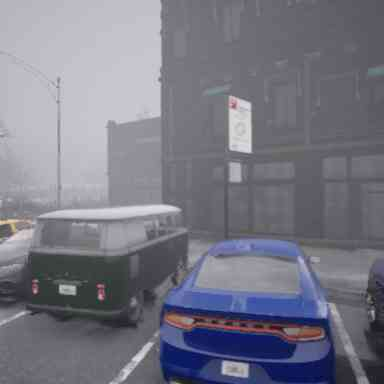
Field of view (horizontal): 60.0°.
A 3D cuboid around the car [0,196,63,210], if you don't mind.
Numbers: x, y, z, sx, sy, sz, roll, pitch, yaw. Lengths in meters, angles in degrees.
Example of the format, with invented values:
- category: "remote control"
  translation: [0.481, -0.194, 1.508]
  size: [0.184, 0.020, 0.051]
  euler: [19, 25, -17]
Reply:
- category: "car"
  translation: [-16.662, 1.469, 34.005]
  size: [5.566, 2.045, 2.435]
  euler: [0, 0, 14]

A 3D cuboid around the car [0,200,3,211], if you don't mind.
- category: "car"
  translation: [-29.039, 1.872, 46.028]
  size: [4.792, 1.488, 2.163]
  euler: [-1, 0, 14]

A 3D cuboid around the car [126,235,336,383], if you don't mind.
- category: "car"
  translation: [1.054, 1.500, 5.410]
  size: [2.097, 1.535, 5.008]
  euler: [0, -1, 16]

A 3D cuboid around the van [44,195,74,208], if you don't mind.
- category: "van"
  translation: [-22.361, 1.627, 56.078]
  size: [4.442, 1.987, 1.878]
  euler: [-1, 0, 14]

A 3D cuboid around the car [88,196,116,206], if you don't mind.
- category: "car"
  translation: [-17.140, 1.729, 63.554]
  size: [4.553, 1.767, 2.185]
  euler: [-1, 0, 14]

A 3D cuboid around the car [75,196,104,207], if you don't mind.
- category: "car"
  translation: [-18.829, 1.728, 61.039]
  size: [4.553, 1.767, 2.185]
  euler: [-1, 0, 14]

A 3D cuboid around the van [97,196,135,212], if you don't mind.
- category: "van"
  translation: [-9.949, 1.504, 43.784]
  size: [4.442, 1.987, 1.878]
  euler: [0, 0, 14]

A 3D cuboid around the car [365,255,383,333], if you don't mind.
- category: "car"
  translation: [3.520, 1.355, 3.697]
  size: [2.185, 1.767, 4.553]
  euler: [0, -1, 15]

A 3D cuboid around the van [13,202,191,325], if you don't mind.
- category: "van"
  translation: [-1.356, 1.297, 7.278]
  size: [1.878, 1.987, 4.442]
  euler: [0, -1, 15]

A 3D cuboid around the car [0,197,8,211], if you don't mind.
- category: "car"
  translation: [-11.175, 1.351, 14.162]
  size: [2.435, 2.045, 5.566]
  euler: [0, -1, 15]

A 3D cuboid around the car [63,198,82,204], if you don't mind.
- category: "car"
  translation: [-15.061, 1.752, 36.444]
  size: [4.792, 1.488, 2.163]
  euler: [0, 0, 14]

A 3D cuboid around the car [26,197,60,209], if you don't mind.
- category: "car"
  translation: [-23.968, 1.724, 53.563]
  size: [4.553, 1.767, 2.185]
  euler: [-1, -1, 14]

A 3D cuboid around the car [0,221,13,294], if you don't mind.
- category: "car"
  translation: [-3.823, 1.581, 8.908]
  size: [2.002, 1.452, 4.674]
  euler: [0, -1, 15]

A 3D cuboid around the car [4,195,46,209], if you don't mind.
- category: "car"
  translation: [-25.604, 1.595, 51.050]
  size: [5.566, 2.045, 2.435]
  euler: [-1, -1, 14]

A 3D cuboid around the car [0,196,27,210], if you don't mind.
- category: "car"
  translation: [-27.351, 1.593, 48.538]
  size: [5.566, 2.045, 2.435]
  euler: [-1, 0, 14]

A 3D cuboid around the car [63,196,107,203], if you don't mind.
- category: "car"
  translation: [-13.405, 1.473, 38.906]
  size: [5.566, 2.045, 2.435]
  euler: [0, 0, 14]

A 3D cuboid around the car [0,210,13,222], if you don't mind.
- category: "car"
  translation: [-6.324, 1.555, 10.468]
  size: [1.946, 1.575, 5.366]
  euler: [0, -1, 15]
